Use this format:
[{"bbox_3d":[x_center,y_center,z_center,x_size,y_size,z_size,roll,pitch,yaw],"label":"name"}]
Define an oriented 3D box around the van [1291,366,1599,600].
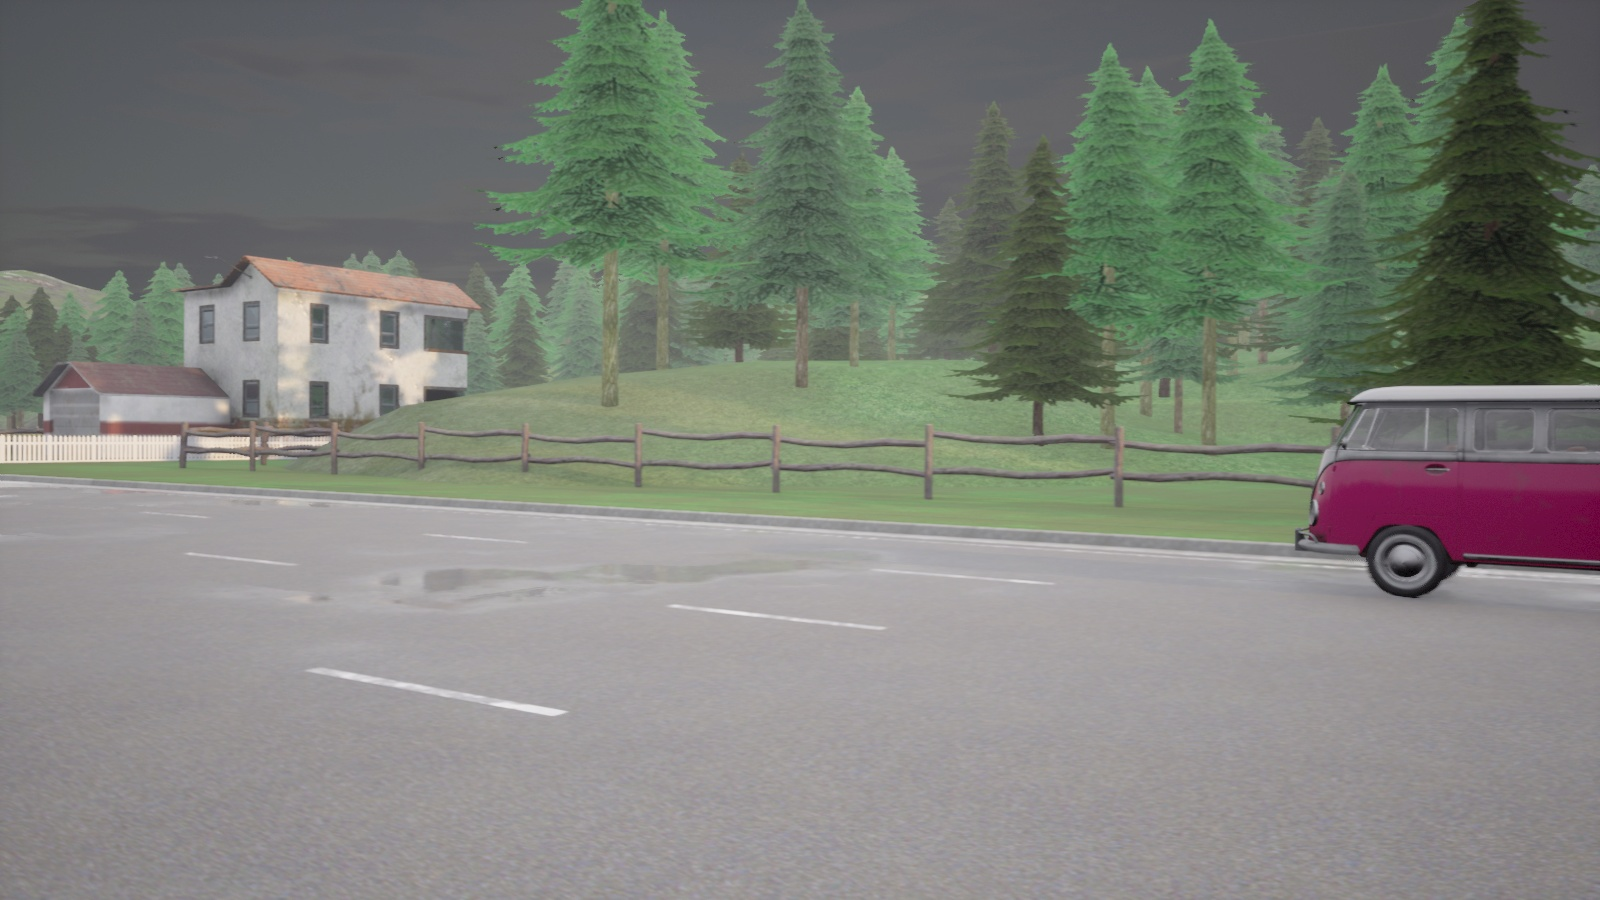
[{"bbox_3d":[7.047,0.264,11.542,4.442,1.987,1.775,0,1,34],"label":"van"}]
